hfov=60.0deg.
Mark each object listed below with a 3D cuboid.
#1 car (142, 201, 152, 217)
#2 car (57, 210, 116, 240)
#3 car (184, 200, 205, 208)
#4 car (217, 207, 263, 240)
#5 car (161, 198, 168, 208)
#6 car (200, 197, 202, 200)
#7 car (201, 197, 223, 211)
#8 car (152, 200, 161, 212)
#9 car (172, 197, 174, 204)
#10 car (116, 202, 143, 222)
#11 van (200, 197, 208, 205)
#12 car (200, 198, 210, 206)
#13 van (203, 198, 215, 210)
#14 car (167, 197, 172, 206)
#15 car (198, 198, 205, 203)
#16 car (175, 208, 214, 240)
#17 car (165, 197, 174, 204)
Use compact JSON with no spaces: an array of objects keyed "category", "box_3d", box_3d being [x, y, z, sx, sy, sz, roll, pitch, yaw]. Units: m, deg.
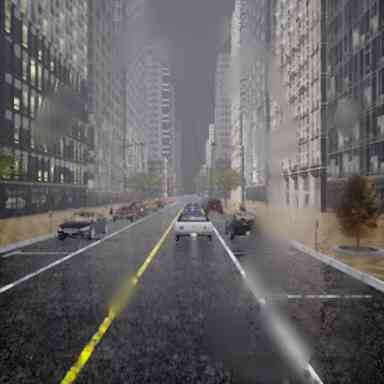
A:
[{"category":"car","box_3d":[-5.731,1.774,34.881,1.967,1.590,4.097,-1,-1,0]},{"category":"car","box_3d":[-5.714,1.723,17.829,2.008,1.369,4.403,-1,-1,0]},{"category":"car","box_3d":[0.067,1.891,36.022,2.033,1.411,5.357,0,-1,0]},{"category":"car","box_3d":[2.667,1.721,17.837,2.008,1.369,4.403,-1,-1,0]},{"category":"car","box_3d":[-5.751,2.114,57.614,1.947,1.339,4.313,-1,-1,0]},{"category":"car","box_3d":[2.638,1.755,46.257,2.192,1.841,5.009,-1,-1,0]},{"category":"car","box_3d":[2.643,1.701,40.574,2.192,1.841,5.009,-1,-1,0]},{"category":"car","box_3d":[-5.740,1.965,46.077,1.752,1.417,4.829,-1,-1,0]},{"category":"car","box_3d":[-5.773,2.199,80.348,1.967,1.590,4.097,-1,-1,0]},{"category":"car","box_3d":[-5.724,1.862,29.196,1.802,1.307,4.206,-1,-1,0]},{"category":"van","box_3d":[2.611,2.047,74.673,1.690,1.788,3.998,-1,-1,0]},{"category":"car","box_3d":[2.617,2.093,68.989,1.967,1.590,4.097,-1,-1,0]},{"category":"van","box_3d":[2.633,1.834,51.940,1.690,1.788,3.998,-1,-1,0]},{"category":"car","box_3d":[-5.762,2.205,68.981,2.008,1.369,4.403,-1,-1,0]},{"category":"car","box_3d":[2.598,2.414,91.722,2.008,1.369,4.403,-1,-1,0]},{"category":"car","box_3d":[0.085,1.775,18.164,1.895,1.301,4.718,0,-1,0]},{"category":"car","box_3d":[-5.780,2.127,86.033,2.192,1.841,5.009,-1,-1,0]}]
